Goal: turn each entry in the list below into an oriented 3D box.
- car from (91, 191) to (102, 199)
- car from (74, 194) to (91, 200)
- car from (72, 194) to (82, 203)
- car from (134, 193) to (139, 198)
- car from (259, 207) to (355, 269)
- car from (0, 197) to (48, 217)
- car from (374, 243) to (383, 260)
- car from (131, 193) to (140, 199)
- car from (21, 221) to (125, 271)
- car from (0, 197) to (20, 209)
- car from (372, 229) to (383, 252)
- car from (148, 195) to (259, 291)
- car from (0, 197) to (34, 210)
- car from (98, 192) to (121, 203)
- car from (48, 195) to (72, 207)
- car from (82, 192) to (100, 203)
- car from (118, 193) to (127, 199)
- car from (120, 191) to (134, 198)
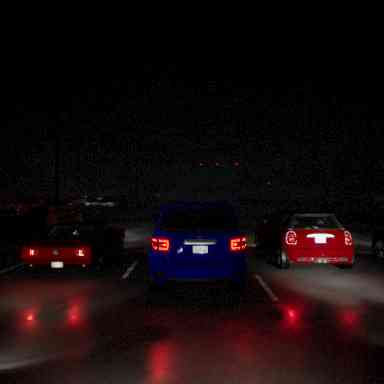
[{"bbox_3d":[-26.075,0.759,91.090,2.150,2.045,5.566,0,0,-7],"label":"car"},{"bbox_3d":[-25.223,1.160,76.746,2.033,1.411,5.357,0,0,-1],"label":"car"},{"bbox_3d":[-21.591,1.293,58.584,1.994,1.385,4.181,0,0,0],"label":"car"},{"bbox_3d":[-14.814,1.124,82.714,2.033,1.411,5.357,0,0,-1],"label":"car"},{"bbox_3d":[3.519,1.335,11.257,2.097,1.767,4.553,0,0,0],"label":"car"},{"bbox_3d":[-14.314,1.266,27.785,2.097,1.767,4.553,0,0,-1],"label":"car"},{"bbox_3d":[3.597,1.490,2.113,2.128,1.511,4.902,0,0,0],"label":"car"},{"bbox_3d":[-15.797,1.061,93.321,2.033,1.411,5.357,0,0,-7],"label":"car"},{"bbox_3d":[-3.475,1.585,10.801,1.895,1.301,4.718,0,0,0],"label":"car"},{"bbox_3d":[-24.983,1.417,44.214,1.895,1.301,4.718,0,0,-1],"label":"car"},{"bbox_3d":[7.030,1.478,9.356,2.128,1.511,4.902,0,0,0],"label":"car"},{"bbox_3d":[0.054,1.208,9.160,2.150,2.045,5.566,0,0,-2],"label":"car"},{"bbox_3d":[-21.451,1.361,41.010,1.812,1.442,4.674,0,0,-1],"label":"car"},{"bbox_3d":[-14.615,1.273,59.201,2.033,1.411,5.357,0,0,0],"label":"car"},{"bbox_3d":[-17.981,1.420,43.984,1.895,1.301,4.718,0,0,-1],"label":"car"},{"bbox_3d":[-18.103,1.257,61.751,2.033,1.411,5.357,0,0,0],"label":"car"},{"bbox_3d":[-18.891,1.062,90.479,1.812,1.442,4.674,0,0,-7],"label":"car"},{"bbox_3d":[-14.679,0.870,72.670,2.150,2.045,5.566,0,0,-1],"label":"car"}]
